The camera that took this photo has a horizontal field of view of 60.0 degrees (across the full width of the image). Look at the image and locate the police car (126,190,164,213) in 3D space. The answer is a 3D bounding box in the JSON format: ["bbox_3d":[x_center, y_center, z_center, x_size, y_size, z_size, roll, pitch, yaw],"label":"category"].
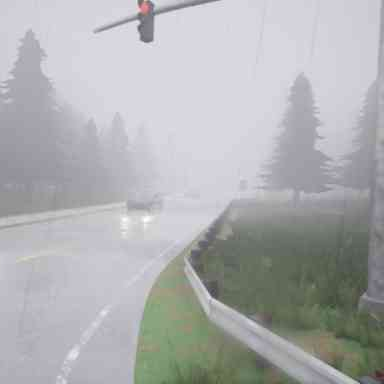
[{"bbox_3d":[-3.613,0.692,26.142,1.930,1.638,5.238,2,1,9],"label":"police car"}]

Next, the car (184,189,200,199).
[{"bbox_3d":[0.105,0.320,51.279,2.033,1.411,5.357,2,1,8],"label":"car"}]
